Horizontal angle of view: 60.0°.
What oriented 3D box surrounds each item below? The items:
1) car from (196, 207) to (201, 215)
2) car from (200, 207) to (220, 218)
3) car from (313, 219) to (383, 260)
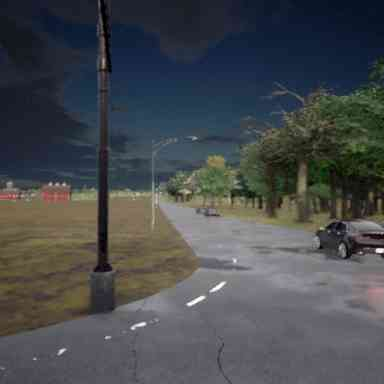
[{"bbox_3d":[1.861,3.445,61.824,2.128,1.511,4.902,0,-2,-6],"label":"car"},{"bbox_3d":[3.064,3.208,51.618,2.033,1.411,5.357,0,-2,-6],"label":"car"},{"bbox_3d":[6.859,1.954,14.452,1.837,1.490,4.892,1,-2,1],"label":"car"}]
